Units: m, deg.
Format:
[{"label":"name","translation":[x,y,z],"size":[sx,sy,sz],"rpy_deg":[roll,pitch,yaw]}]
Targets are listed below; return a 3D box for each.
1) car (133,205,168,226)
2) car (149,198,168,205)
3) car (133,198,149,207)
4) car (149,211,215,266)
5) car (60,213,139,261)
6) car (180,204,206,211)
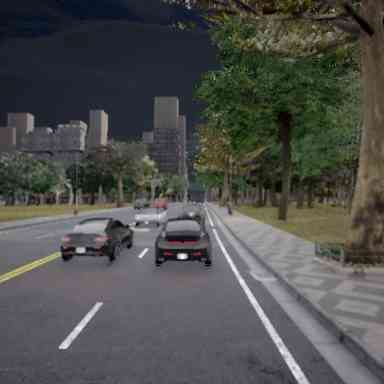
[{"label":"car","translation":[-3.230,1.981,26.532],"size":[1.895,1.301,4.718],"rpy_deg":[0,-1,2]},{"label":"car","translation":[-5.595,2.153,58.651],"size":[2.150,2.045,5.566],"rpy_deg":[0,-1,2]},{"label":"car","translation":[-8.843,2.157,58.748],"size":[2.150,2.045,5.566],"rpy_deg":[0,-1,2]},{"label":"car","translation":[-0.244,1.669,12.231],"size":[1.837,1.490,4.892],"rpy_deg":[0,0,1]},{"label":"car","translation":[-3.485,1.698,12.846],"size":[1.812,1.442,4.674],"rpy_deg":[0,-1,1]},{"label":"car","translation":[0.042,1.736,27.017],"size":[2.097,1.767,4.553],"rpy_deg":[0,-1,2]}]
